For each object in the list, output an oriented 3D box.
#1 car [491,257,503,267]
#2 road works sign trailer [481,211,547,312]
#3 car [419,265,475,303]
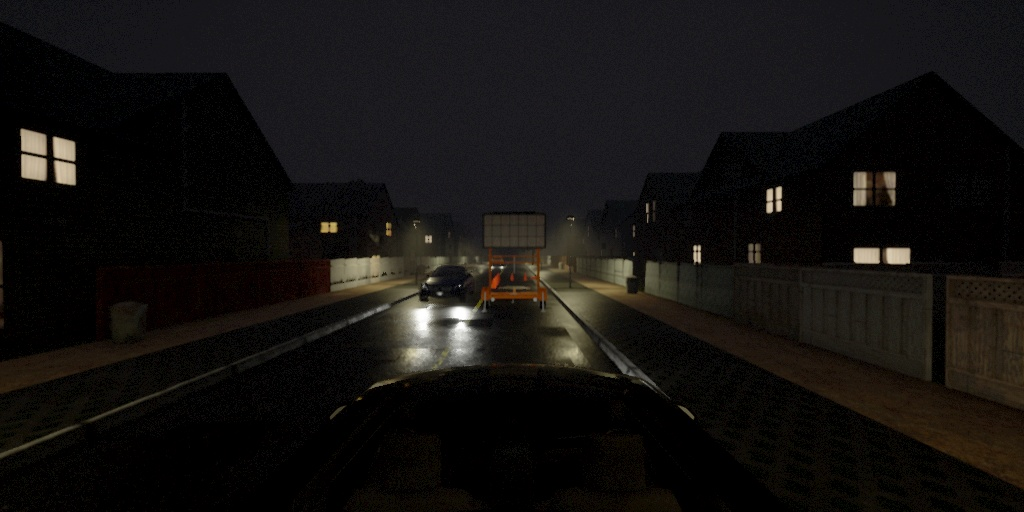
[{"bbox_3d":[-2.417,0.913,58.704,1.882,1.535,5.008,0,0,1],"label":"car"},{"bbox_3d":[0.086,0.115,13.668,2.380,3.560,2.880,0,0,1],"label":"road works sign trailer"},{"bbox_3d":[-2.751,1.158,16.060,1.812,1.442,4.674,0,0,0],"label":"car"}]
